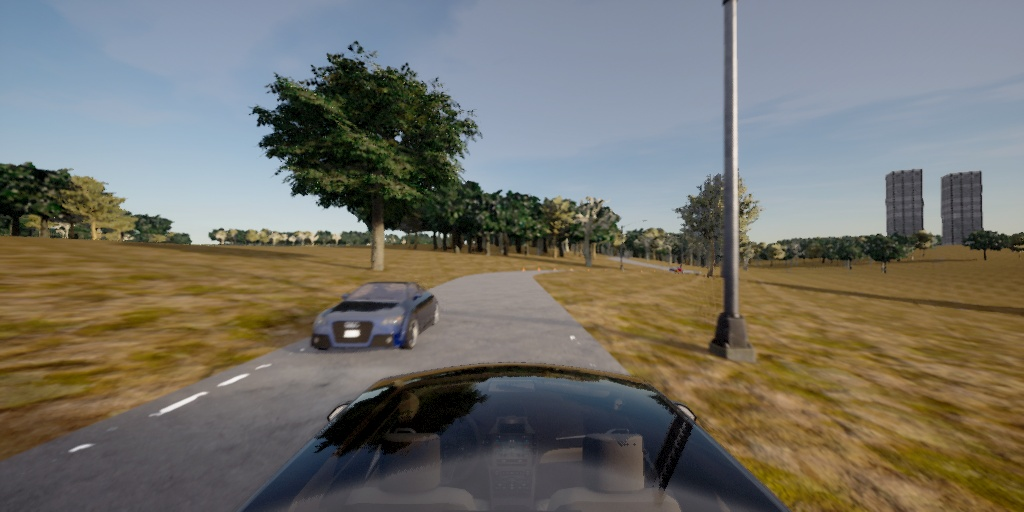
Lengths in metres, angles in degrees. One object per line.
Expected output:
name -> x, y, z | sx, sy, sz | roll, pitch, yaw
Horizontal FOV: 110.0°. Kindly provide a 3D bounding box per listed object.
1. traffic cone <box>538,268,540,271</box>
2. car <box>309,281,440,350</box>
traffic cone -> 4.585, 2.194, 61.207 | 0.340, 0.580, 0.340 | 0, 0, 34
car -> -3.115, 1.324, 8.970 | 1.994, 1.385, 4.181 | 0, 0, 0
